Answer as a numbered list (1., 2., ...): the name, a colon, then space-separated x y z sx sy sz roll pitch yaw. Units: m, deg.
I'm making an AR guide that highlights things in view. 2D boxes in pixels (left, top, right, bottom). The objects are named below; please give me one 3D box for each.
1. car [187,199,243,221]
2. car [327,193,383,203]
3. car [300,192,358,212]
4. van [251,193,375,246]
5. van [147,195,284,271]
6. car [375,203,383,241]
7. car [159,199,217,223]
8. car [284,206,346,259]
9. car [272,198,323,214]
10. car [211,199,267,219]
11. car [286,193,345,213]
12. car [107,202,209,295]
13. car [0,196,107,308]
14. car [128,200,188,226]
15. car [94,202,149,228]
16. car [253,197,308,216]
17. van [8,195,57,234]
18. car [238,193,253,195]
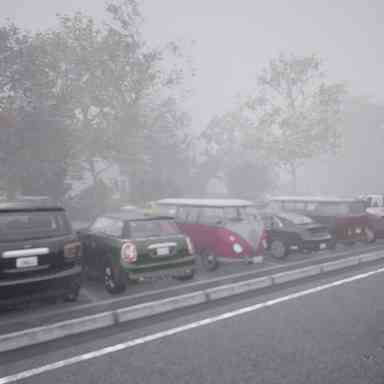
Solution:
1. car: 1.819 1.413 27.779 2.163 1.488 4.792 0 0 -36
2. car: 9.503 1.130 17.266 2.435 2.045 5.566 0 0 -36
3. car: 15.307 1.081 37.429 2.435 2.045 5.566 0 0 -36
4. van: 4.892 1.182 14.075 1.878 1.987 4.442 0 0 -36
5. van: 0.465 1.208 10.626 1.878 1.987 4.442 0 0 -36
6. car: 7.244 1.395 15.608 2.097 1.535 5.008 0 0 -36
7. car: -0.460 1.396 26.178 2.097 1.535 5.008 0 0 -36
8. car: 2.683 1.422 12.346 2.231 1.521 4.892 0 0 -36
9. car: 10.763 1.383 34.210 2.002 1.452 4.674 0 0 -36
10. car: 4.050 1.400 29.447 2.163 1.488 4.792 0 0 -36
11. car: 13.143 1.085 35.880 2.435 2.045 5.566 0 0 -36
12. car: -1.865 1.322 9.065 2.185 1.767 4.553 0 0 -36
13. car: -4.181 1.213 7.486 2.435 2.045 5.566 0 0 -36
14. car: -2.622 1.406 24.411 1.946 1.575 5.366 0 0 -36
15. car: -4.994 1.462 22.941 2.002 1.452 4.674 0 0 -36
16. car: 8.600 1.351 32.660 2.097 1.535 5.008 0 0 -36
17. van: -9.598 1.222 19.797 1.878 1.987 4.442 0 0 -36
18. car: 6.346 1.108 31.019 2.435 2.045 5.566 0 0 -36
